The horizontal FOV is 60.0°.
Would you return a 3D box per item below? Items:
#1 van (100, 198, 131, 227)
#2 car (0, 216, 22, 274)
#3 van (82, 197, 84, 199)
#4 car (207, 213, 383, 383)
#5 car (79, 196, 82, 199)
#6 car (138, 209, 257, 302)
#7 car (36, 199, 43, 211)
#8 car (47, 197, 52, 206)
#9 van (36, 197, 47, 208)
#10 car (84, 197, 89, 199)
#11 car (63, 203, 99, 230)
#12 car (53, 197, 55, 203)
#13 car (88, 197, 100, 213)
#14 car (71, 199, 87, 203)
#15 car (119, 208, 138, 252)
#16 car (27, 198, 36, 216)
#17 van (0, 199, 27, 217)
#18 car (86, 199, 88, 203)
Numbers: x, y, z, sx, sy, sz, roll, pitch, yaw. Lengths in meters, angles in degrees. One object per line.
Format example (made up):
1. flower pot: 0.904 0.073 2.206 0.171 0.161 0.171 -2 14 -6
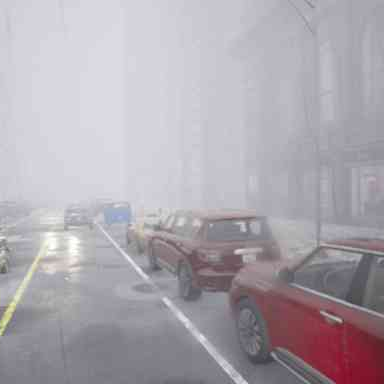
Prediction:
1. van: -5.484 1.513 24.307 1.690 1.788 3.998 -1 0 -20
2. car: -5.692 1.603 8.009 2.128 1.511 4.902 -1 0 -20
3. van: -18.891 1.853 61.209 1.690 1.788 3.998 -1 0 -20
4. car: 2.177 1.298 3.220 2.192 1.841 5.009 -1 0 -20
5. car: -24.693 2.185 77.184 1.752 1.417 4.829 -1 0 -20
6. car: 0.262 1.345 8.492 2.192 1.841 5.009 -1 0 -20
7. car: -23.066 2.066 47.744 2.008 1.369 4.403 -1 0 -20
8. car: -30.730 2.151 68.833 1.967 1.590 4.097 -1 0 -20
9. van: -26.900 1.954 58.289 1.690 1.788 3.998 -1 0 -20
10. car: -15.059 1.854 50.665 1.967 1.590 4.097 -1 0 -20
11. car: -7.880 1.749 23.074 2.033 1.411 5.357 -1 0 -20
12. car: -36.417 2.386 84.489 1.752 1.417 4.829 -1 0 -20
13. car: -9.315 1.583 34.850 2.192 1.841 5.009 -1 0 -20
14. car: -14.299 1.925 40.748 1.994 1.385 4.181 -1 0 -20
15. car: -1.709 1.604 13.923 1.752 1.417 4.829 -1 0 -20
16. car: -19.239 1.733 37.201 2.192 1.841 5.009 -1 0 -20
17. van: -17.323 1.711 31.929 1.690 1.788 3.998 -1 0 -20
18. car: -13.143 1.910 45.393 1.887 1.381 4.507 -1 0 -20
